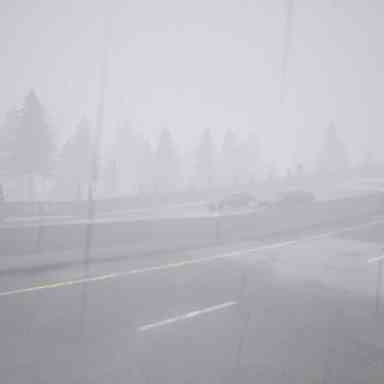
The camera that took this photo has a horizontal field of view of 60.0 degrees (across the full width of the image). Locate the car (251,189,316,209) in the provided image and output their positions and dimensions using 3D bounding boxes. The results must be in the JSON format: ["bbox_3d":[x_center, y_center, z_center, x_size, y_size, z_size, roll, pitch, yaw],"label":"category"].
[{"bbox_3d":[7.573,0.514,26.450,5.357,1.411,2.033,-6,4,-35],"label":"car"}]

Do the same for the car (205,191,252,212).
[{"bbox_3d":[3.308,0.715,27.743,4.892,1.490,1.837,-6,3,-35],"label":"car"}]
